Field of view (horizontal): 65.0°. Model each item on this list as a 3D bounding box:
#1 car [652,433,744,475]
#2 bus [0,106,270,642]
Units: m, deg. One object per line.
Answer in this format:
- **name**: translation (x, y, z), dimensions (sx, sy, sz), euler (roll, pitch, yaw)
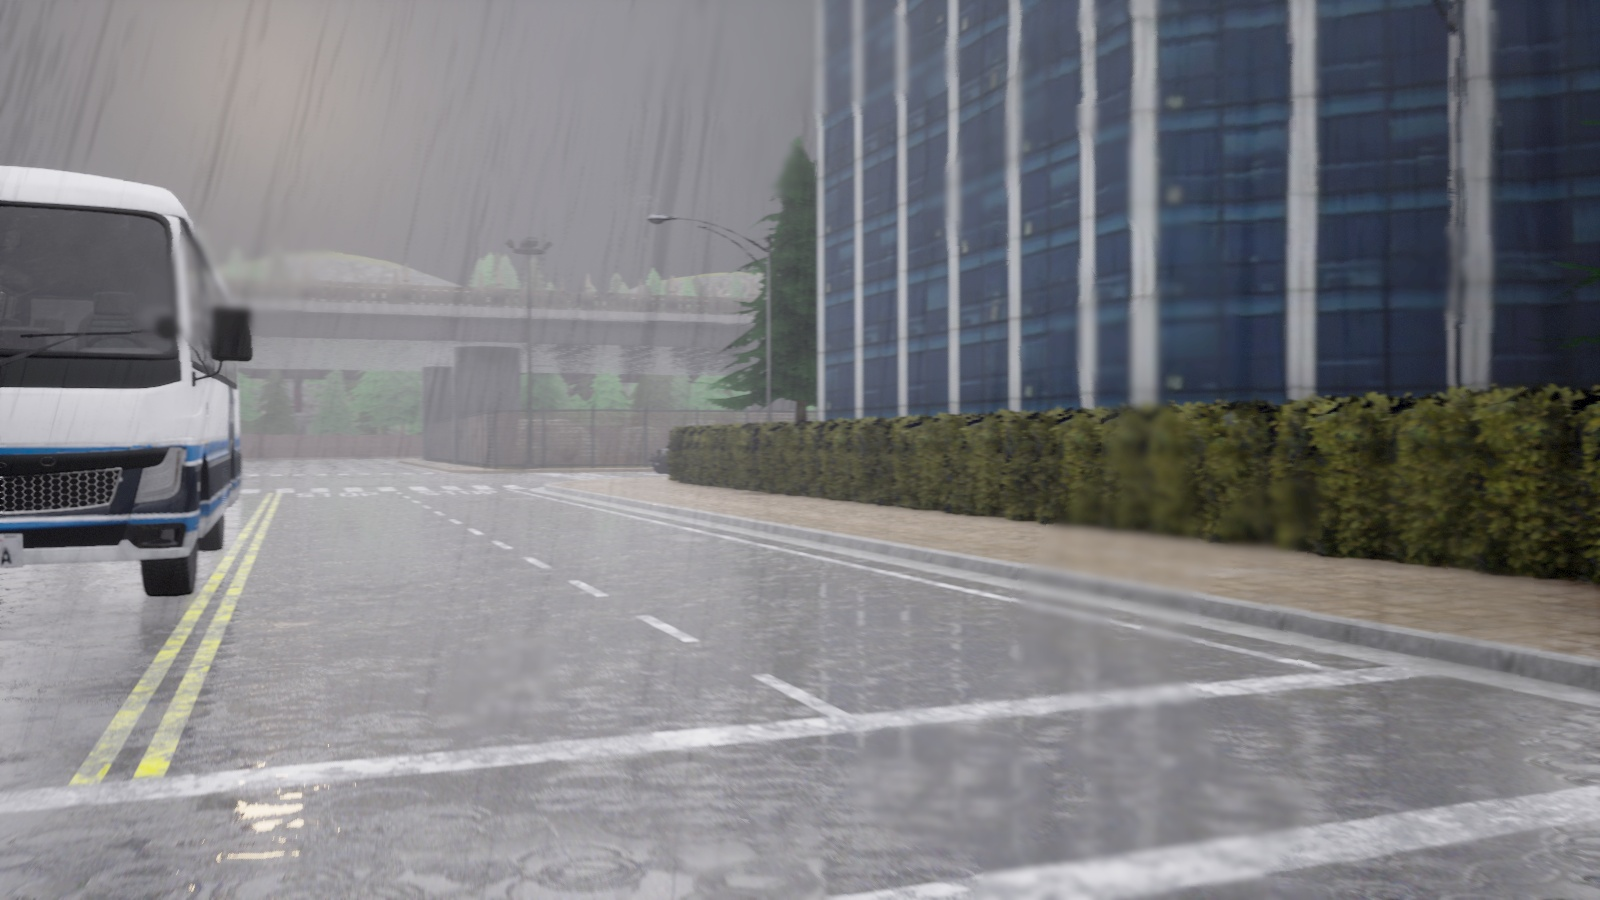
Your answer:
- **car**: translation (-4.727, 0.161, 58.256), dimensions (3.866, 1.878, 1.905), euler (-1, 0, -22)
- **bus**: translation (-8.479, -0.703, 14.658), dimensions (3.944, 4.253, 10.273), euler (0, 1, -21)
